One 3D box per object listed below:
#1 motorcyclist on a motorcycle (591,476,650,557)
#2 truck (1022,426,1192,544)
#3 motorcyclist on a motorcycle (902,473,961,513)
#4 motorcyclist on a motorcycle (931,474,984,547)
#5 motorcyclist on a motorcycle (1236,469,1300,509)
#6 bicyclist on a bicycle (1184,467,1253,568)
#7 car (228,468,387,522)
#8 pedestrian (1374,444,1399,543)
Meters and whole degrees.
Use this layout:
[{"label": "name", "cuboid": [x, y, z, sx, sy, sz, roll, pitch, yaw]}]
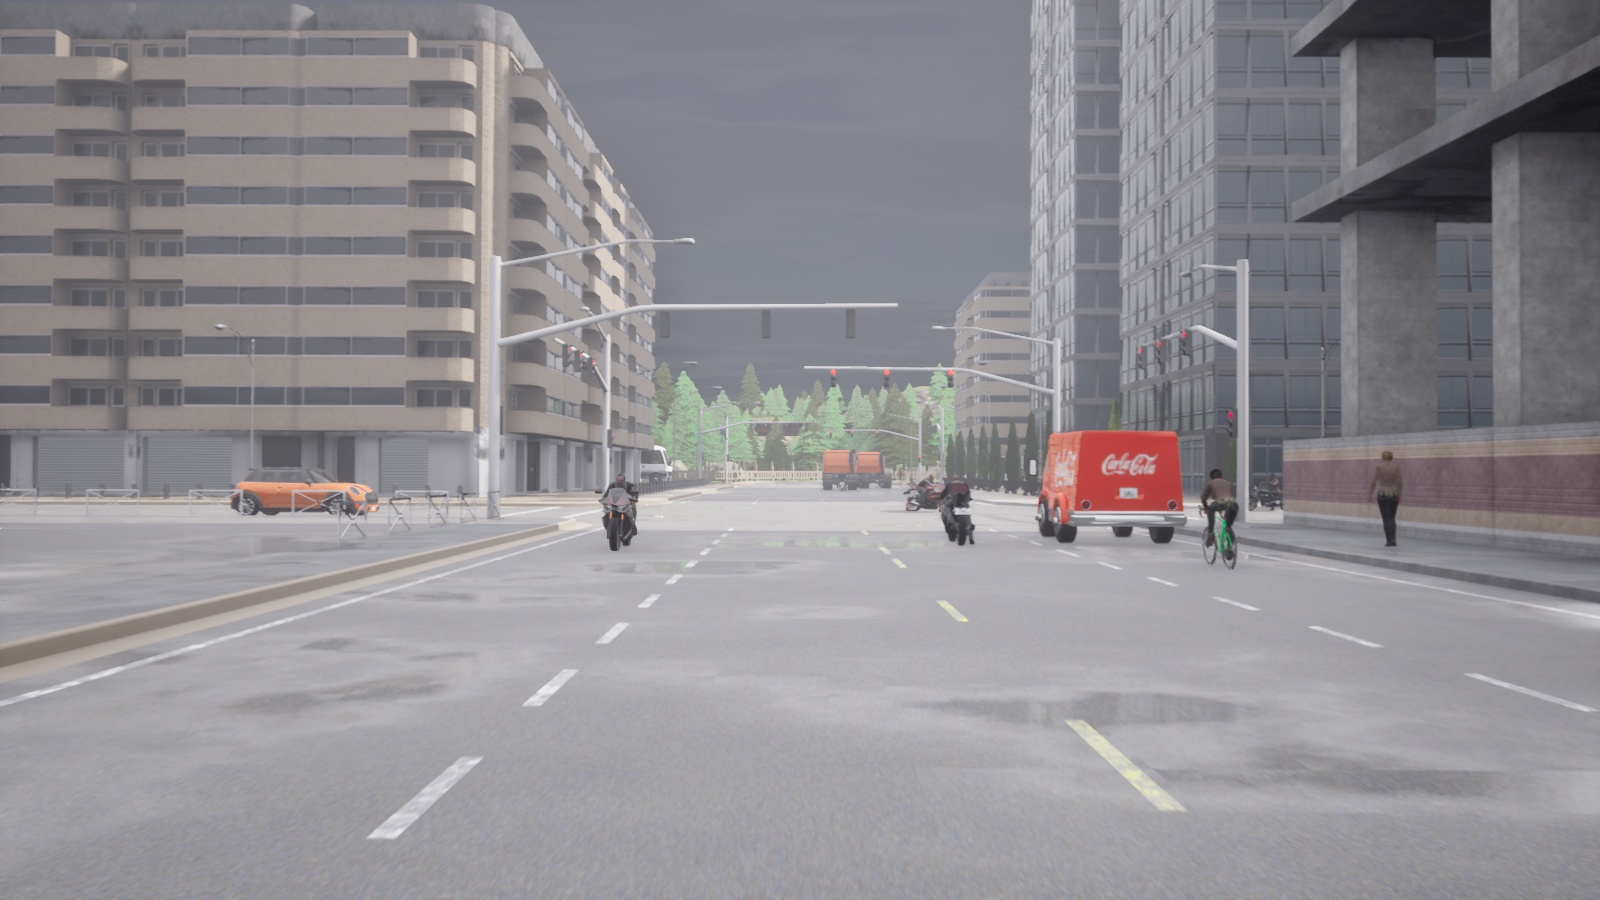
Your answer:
[{"label": "motorcyclist on a motorcycle", "cuboid": [-3.561, 1.283, 25.031, 0.866, 1.530, 2.191, 0, -1, 0]}, {"label": "truck", "cuboid": [6.927, 0.786, 29.038, 2.627, 2.467, 5.204, 0, -1, 0]}, {"label": "motorcyclist on a motorcycle", "cuboid": [5.113, 1.673, 48.849, 2.191, 1.530, 0.866, -1, -2, 40]}, {"label": "motorcyclist on a motorcycle", "cuboid": [3.432, 1.296, 27.494, 0.866, 1.530, 2.191, 0, -1, 0]}, {"label": "motorcyclist on a motorcycle", "cuboid": [19.686, 1.626, 52.842, 2.350, 1.649, 0.766, 0, -1, 0]}, {"label": "bicyclist on a bicycle", "cuboid": [6.948, 1.089, 20.925, 0.582, 1.620, 1.656, 0, -1, 0]}, {"label": "car", "cuboid": [-16.552, 1.504, 42.379, 4.553, 1.767, 2.097, 0, -1, 0]}, {"label": "pedestrian", "cuboid": [11.102, 0.816, 23.778, 0.331, 1.846, 0.634, -1, -1, 18]}]
